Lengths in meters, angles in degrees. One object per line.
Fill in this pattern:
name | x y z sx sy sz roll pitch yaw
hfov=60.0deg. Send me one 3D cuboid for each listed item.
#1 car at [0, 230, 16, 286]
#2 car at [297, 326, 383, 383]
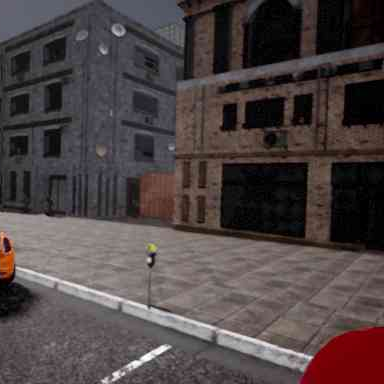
car | -6.030 1.137 7.592 4.553 1.767 2.097 2 1 36
car | 2.720 1.358 0.863 5.009 1.841 2.192 2 2 36
